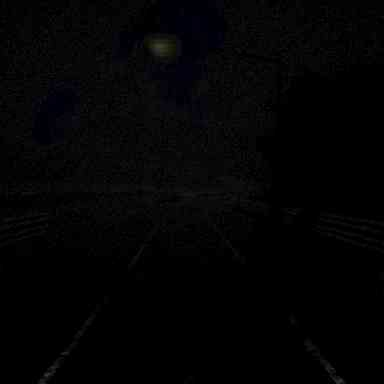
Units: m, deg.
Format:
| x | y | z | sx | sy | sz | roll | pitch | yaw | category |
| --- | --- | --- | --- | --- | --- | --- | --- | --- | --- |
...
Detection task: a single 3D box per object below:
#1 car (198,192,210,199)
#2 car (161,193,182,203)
| x | y | z | sx | sy | sz | roll | pitch | yaw | category |
| --- | --- | --- | --- | --- | --- | --- | --- | --- | --- |
| 2.601 | 0.672 | 72.302 | 1.812 | 1.442 | 4.674 | 1 | 1 | 15 | car |
| -3.053 | 0.925 | 50.980 | 2.033 | 1.411 | 5.357 | 1 | 1 | 15 | car |
